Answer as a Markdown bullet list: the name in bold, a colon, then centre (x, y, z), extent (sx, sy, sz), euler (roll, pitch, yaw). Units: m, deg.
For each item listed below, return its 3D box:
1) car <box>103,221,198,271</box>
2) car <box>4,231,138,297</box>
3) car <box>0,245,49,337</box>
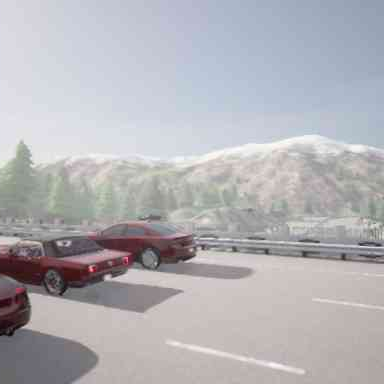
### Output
- **car**: centre (-2.235, 1.805, 12.193), extent (5.008, 1.535, 1.882), euler (-1, -2, 26)
- **car**: centre (-4.059, 1.843, 9.187), extent (4.718, 1.301, 1.895), euler (-1, -2, 26)
- **car**: centre (-4.772, 1.708, 5.639), extent (4.181, 1.385, 1.994), euler (-1, -2, 26)
